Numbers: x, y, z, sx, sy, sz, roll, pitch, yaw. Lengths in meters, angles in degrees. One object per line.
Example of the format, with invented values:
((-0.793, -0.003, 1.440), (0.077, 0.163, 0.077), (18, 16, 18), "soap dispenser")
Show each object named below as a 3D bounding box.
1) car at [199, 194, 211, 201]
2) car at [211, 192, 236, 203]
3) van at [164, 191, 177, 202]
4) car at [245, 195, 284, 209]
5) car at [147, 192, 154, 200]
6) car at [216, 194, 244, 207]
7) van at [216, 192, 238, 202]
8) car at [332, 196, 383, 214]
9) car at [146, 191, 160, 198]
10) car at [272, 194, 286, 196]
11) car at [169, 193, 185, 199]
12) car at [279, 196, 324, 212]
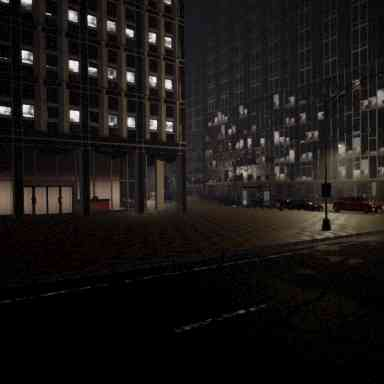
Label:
((3.075, 1.043, 64.465), (1.802, 1.307, 4.206), (0, 1, -34), "car")
((5.450, 1.175, 50.776), (1.837, 1.490, 4.892), (-1, 1, -34), "car")
((-3.835, 0.936, 59.722), (1.690, 1.788, 3.998), (0, 1, -34), "van")
((8.936, 1.387, 40.919), (1.802, 1.307, 4.206), (0, 1, -34), "car")
((-10.267, 1.039, 69.097), (2.008, 1.369, 4.403), (0, 1, -34), "car")
((5.768, 1.319, 45.637), (1.947, 1.339, 4.313), (0, 1, -34), "car")
((6.290, 0.854, 59.776), (1.690, 1.788, 3.998), (0, 1, -34), "van")
((16.897, 1.206, 34.073), (2.097, 1.767, 4.553), (-1, 1, -35), "car")
((-9.790, 0.685, 83.208), (1.967, 1.590, 4.097), (0, 1, -34), "car")
((11.304, 1.117, 42.225), (2.097, 1.767, 4.553), (-1, 1, -34), "car")
((-3.357, 0.935, 73.838), (1.802, 1.307, 4.206), (0, 1, -34), "car")
((12.138, 1.423, 36.220), (1.947, 1.339, 4.313), (0, 1, -34), "car")
